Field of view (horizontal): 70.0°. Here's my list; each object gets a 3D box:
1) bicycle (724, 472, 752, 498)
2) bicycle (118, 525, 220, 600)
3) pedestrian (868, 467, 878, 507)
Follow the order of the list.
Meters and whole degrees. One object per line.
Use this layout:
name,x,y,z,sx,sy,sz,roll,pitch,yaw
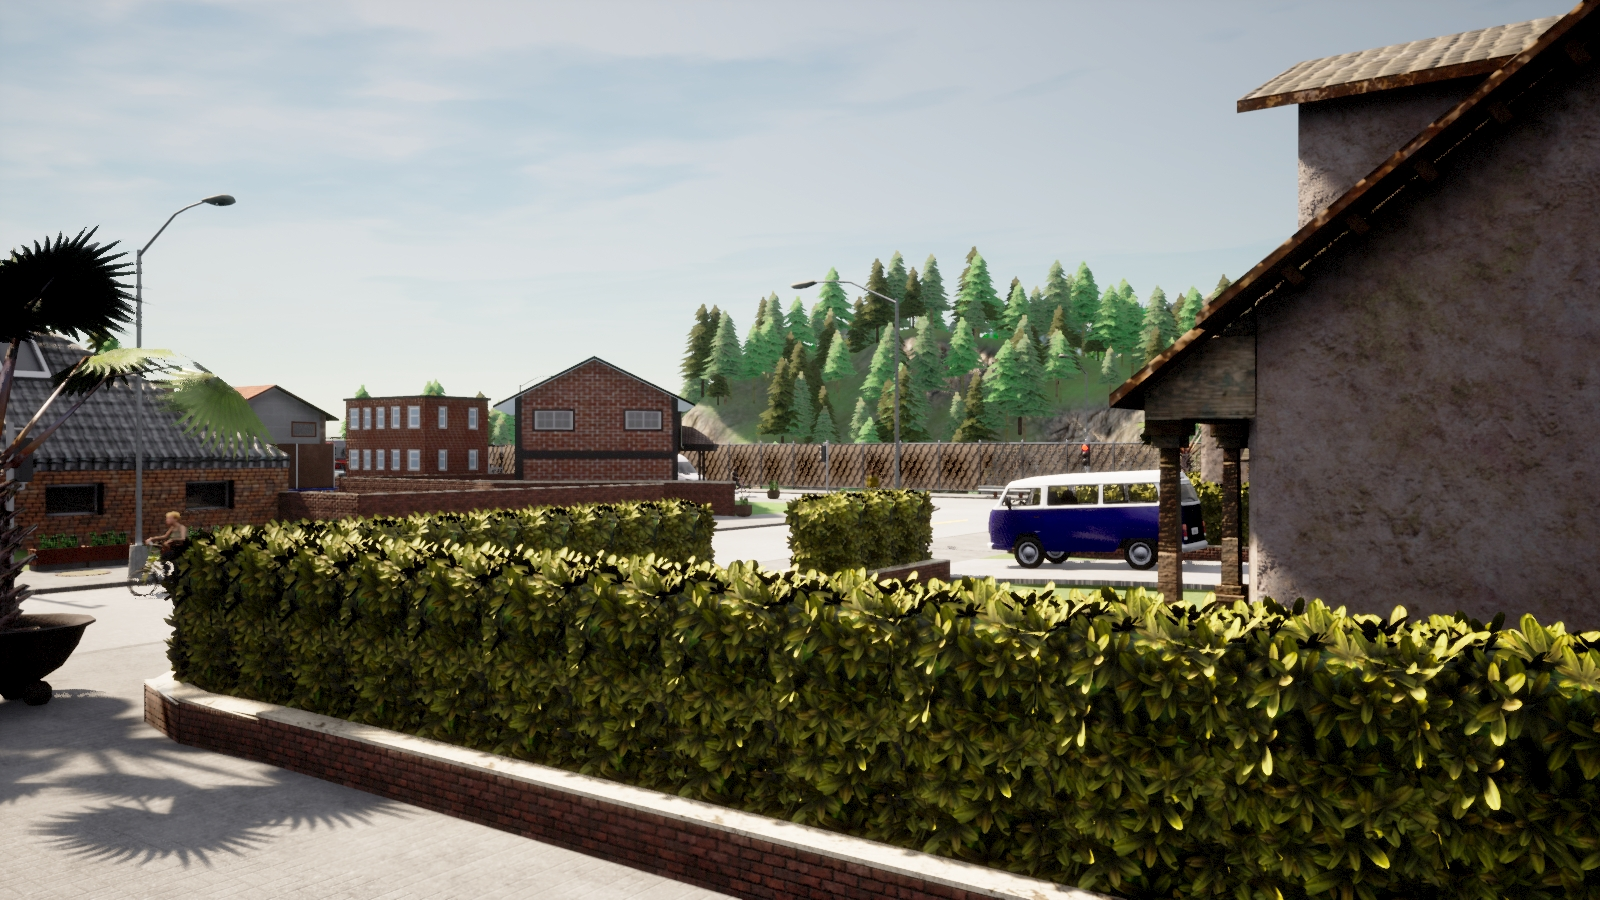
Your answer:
bicycle,-3.643,2.044,67.431,1.835,1.471,0.329,0,0,35
bicycle,-12.181,2.149,22.078,0.859,1.276,1.487,0,0,35
pedestrian,3.445,1.734,53.740,0.375,1.860,0.375,0,0,16
